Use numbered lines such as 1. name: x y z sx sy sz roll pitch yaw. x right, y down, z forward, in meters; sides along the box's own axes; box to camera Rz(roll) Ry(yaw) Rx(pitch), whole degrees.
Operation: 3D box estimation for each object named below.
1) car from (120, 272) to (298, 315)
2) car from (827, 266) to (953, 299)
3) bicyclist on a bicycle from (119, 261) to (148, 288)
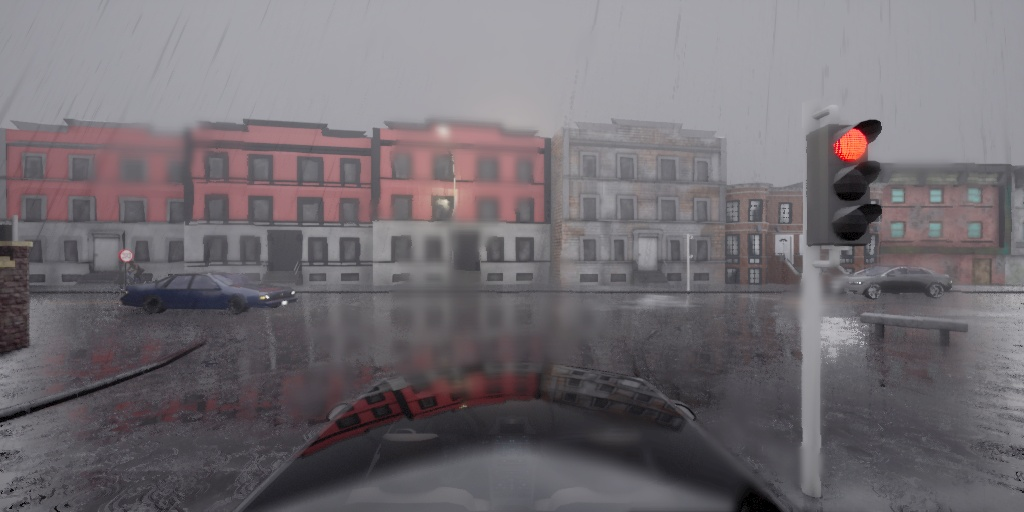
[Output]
1. car: -10.861 1.297 13.021 5.357 1.411 2.033 0 0 2
2. car: 18.126 1.242 17.335 4.902 1.511 2.128 0 0 0
3. bicyclist on a bicycle: -22.690 1.098 21.514 0.582 1.620 1.656 0 0 0
